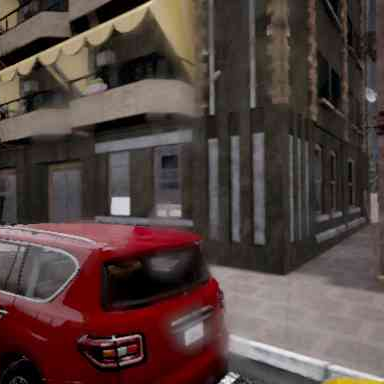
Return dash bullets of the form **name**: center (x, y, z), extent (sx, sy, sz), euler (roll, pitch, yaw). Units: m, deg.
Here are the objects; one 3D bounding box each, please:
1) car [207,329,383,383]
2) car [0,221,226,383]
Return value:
- **car**: center (2.561, 1.533, 1.064), extent (4.829, 1.417, 1.752), euler (0, -1, 36)
- **car**: center (-1.928, 1.297, 4.270), extent (5.009, 1.841, 2.192), euler (0, -1, 36)
